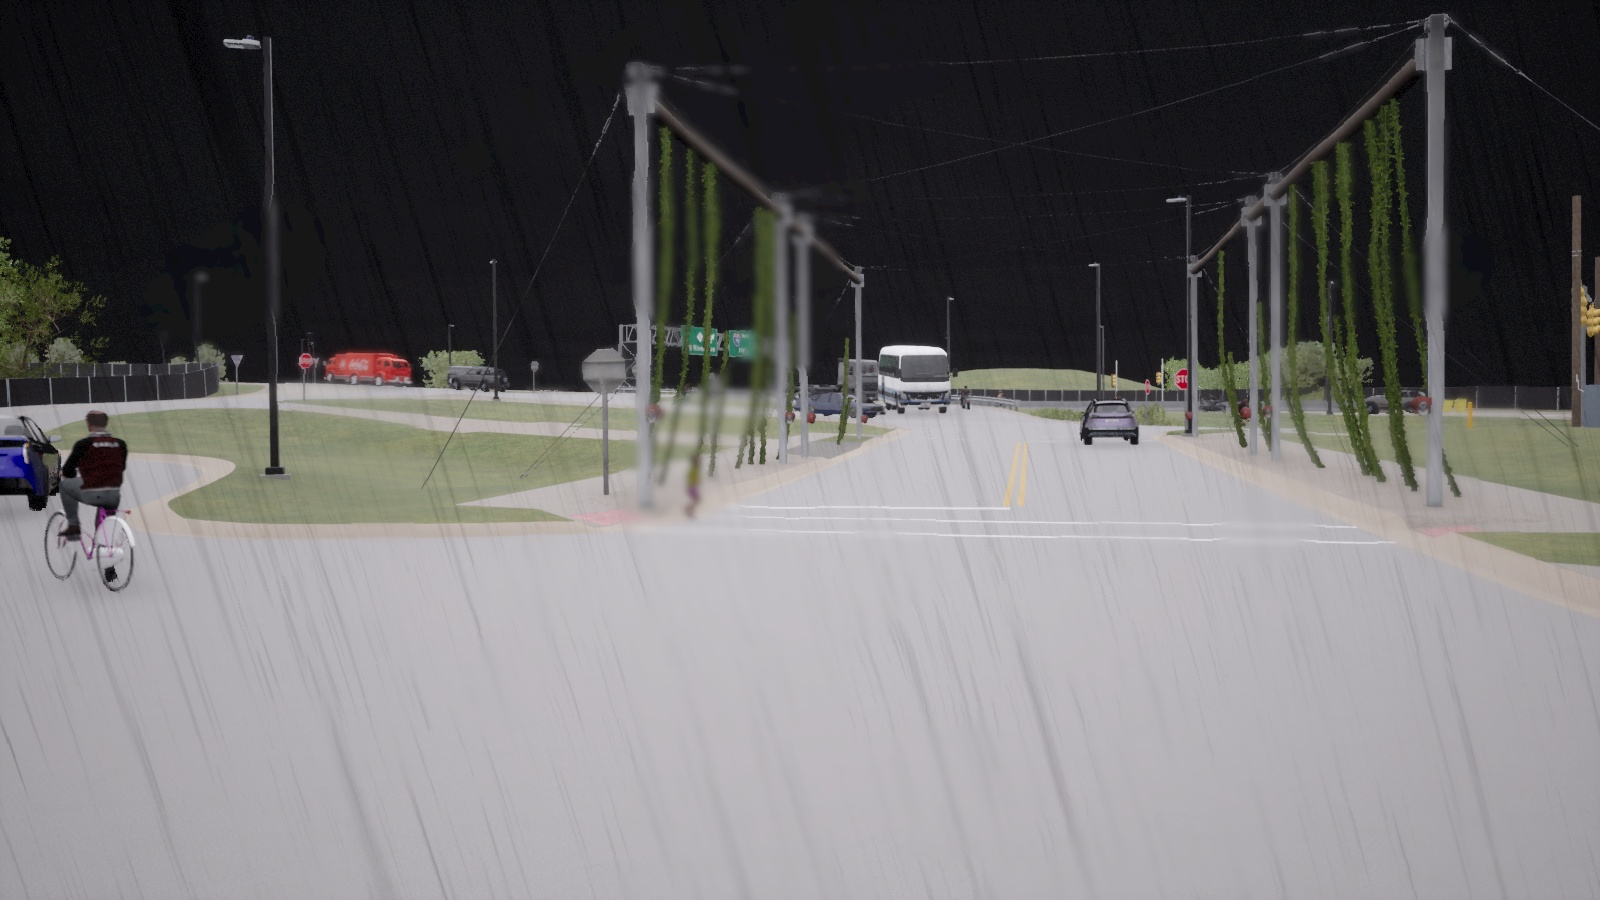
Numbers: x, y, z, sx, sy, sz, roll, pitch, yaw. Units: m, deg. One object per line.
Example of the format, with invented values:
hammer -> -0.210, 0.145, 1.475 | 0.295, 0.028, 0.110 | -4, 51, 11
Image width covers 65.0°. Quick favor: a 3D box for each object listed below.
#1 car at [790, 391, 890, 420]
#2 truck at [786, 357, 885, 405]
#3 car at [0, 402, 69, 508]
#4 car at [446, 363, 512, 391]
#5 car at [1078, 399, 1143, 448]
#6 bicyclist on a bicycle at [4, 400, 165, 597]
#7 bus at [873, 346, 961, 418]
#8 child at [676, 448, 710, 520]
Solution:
car -> 2.219, -2.505, 70.513 | 5.357, 1.411, 2.033 | 4, 4, 37
truck -> 2.682, -5.424, 97.850 | 2.891, 3.462, 7.936 | -2, 5, -44
car -> -13.638, 0.014, 21.172 | 2.007, 1.525, 4.514 | -1, 4, -27
car -> -23.714, -5.415, 92.761 | 4.605, 1.855, 1.932 | 5, 4, 31
car -> 11.361, -1.010, 46.285 | 2.033, 1.649, 4.856 | 0, 3, 10
bicyclist on a bicycle -> -7.113, 0.429, 12.445 | 1.843, 1.776, 0.659 | 4, 3, 36
bus -> 7.382, -4.543, 81.185 | 3.944, 4.253, 10.273 | -1, 5, -4
child -> -1.747, 0.549, 20.518 | 0.473, 1.160, 0.299 | 0, 1, 17
